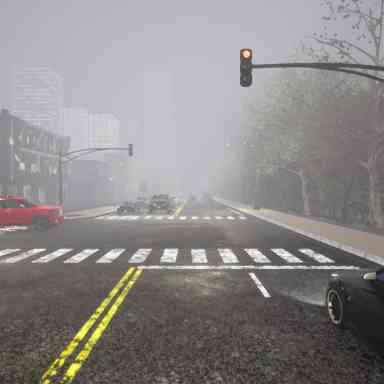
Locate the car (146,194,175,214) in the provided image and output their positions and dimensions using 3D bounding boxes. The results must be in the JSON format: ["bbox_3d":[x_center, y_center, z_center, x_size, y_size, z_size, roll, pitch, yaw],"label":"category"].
[{"bbox_3d":[-3.324,1.211,36.290,2.150,2.045,5.566,0,0,0],"label":"car"}]

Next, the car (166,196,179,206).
[{"bbox_3d":[-3.311,1.458,56.524,1.882,1.535,5.008,0,0,0],"label":"car"}]

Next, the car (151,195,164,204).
[{"bbox_3d":[-6.527,1.455,63.581,1.882,1.535,5.008,0,0,1],"label":"car"}]

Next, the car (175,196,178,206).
[{"bbox_3d":[-3.318,1.511,46.280,1.812,1.442,4.674,0,0,0],"label":"car"}]

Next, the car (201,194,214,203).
[{"bbox_3d":[3.378,1.577,66.281,1.895,1.301,4.718,0,0,0],"label":"car"}]

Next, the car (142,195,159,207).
[{"bbox_3d":[-6.566,1.334,53.138,2.097,1.767,4.553,0,0,0],"label":"car"}]

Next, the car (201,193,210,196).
[{"bbox_3d":[3.283,1.195,76.898,2.150,2.045,5.566,0,0,0],"label":"car"}]

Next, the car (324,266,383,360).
[{"bbox_3d":[3.350,1.563,4.279,1.994,1.385,4.181,0,0,0],"label":"car"}]

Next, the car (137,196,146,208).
[{"bbox_3d":[-6.571,1.338,44.249,2.097,1.767,4.553,0,0,0],"label":"car"}]

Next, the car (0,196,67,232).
[{"bbox_3d":[-10.303,1.272,19.341,5.566,2.045,2.150,-2,1,-8],"label":"car"}]

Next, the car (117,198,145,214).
[{"bbox_3d":[-6.592,1.590,35.338,1.895,1.301,4.718,0,0,1],"label":"car"}]

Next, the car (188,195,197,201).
[{"bbox_3d":[0.031,1.342,76.901,2.033,1.411,5.357,0,0,0],"label":"car"}]

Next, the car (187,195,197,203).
[{"bbox_3d":[0.026,1.467,66.482,2.128,1.511,4.902,0,0,0],"label":"car"}]
